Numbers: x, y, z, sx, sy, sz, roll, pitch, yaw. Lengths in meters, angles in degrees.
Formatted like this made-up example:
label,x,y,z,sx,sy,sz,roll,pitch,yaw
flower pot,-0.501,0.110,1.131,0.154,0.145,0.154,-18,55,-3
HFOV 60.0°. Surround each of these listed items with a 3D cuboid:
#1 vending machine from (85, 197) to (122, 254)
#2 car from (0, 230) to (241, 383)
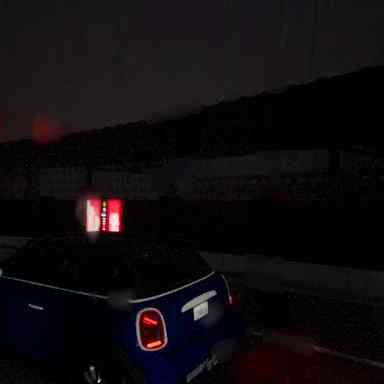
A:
label,x,y,z,sx,sy,sz,roll,pitch,yaw
vending machine,-3.442,1.263,13.003,0.880,2.100,1.100,0,-1,30
car,-1.683,1.366,4.897,4.553,1.767,2.097,0,0,33
